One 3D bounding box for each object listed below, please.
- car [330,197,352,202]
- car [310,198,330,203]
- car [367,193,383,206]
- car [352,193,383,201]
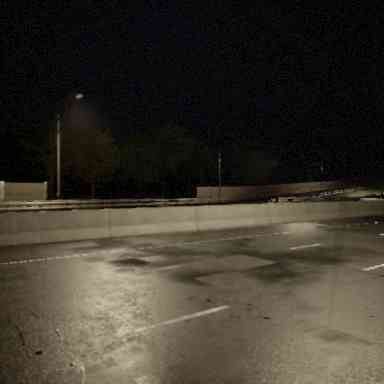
[{"bbox_3d":[21.193,1.445,44.862,5.008,1.535,1.882,0,0,-35],"label":"car"},{"bbox_3d":[19.018,1.515,47.602,5.357,1.411,2.033,0,0,-35],"label":"car"},{"bbox_3d":[32.589,1.209,57.204,5.566,2.045,2.150,0,0,-35],"label":"car"},{"bbox_3d":[23.049,1.189,41.892,5.566,2.045,2.150,0,0,-35],"label":"car"}]
